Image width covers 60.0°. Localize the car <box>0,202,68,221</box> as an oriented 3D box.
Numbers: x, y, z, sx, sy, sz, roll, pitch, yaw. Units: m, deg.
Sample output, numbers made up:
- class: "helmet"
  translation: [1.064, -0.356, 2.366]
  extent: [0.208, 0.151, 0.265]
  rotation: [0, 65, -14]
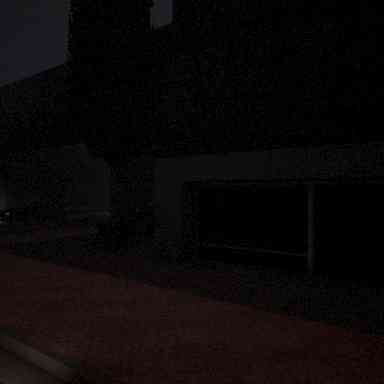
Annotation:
- class: "car"
  translation: [-13.096, 1.547, 27.632]
  extent: [2.033, 1.411, 5.357]
  rotation: [0, 0, 36]
